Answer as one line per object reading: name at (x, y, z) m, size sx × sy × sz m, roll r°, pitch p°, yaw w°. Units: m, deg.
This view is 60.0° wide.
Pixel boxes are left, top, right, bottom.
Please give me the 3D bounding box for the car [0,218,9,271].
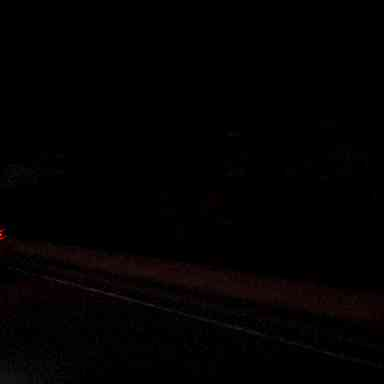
car at (-7.247, 1.224, 9.145) m, size 5.566 × 2.045 × 2.150 m, roll 0°, pitch 0°, yaw 35°
